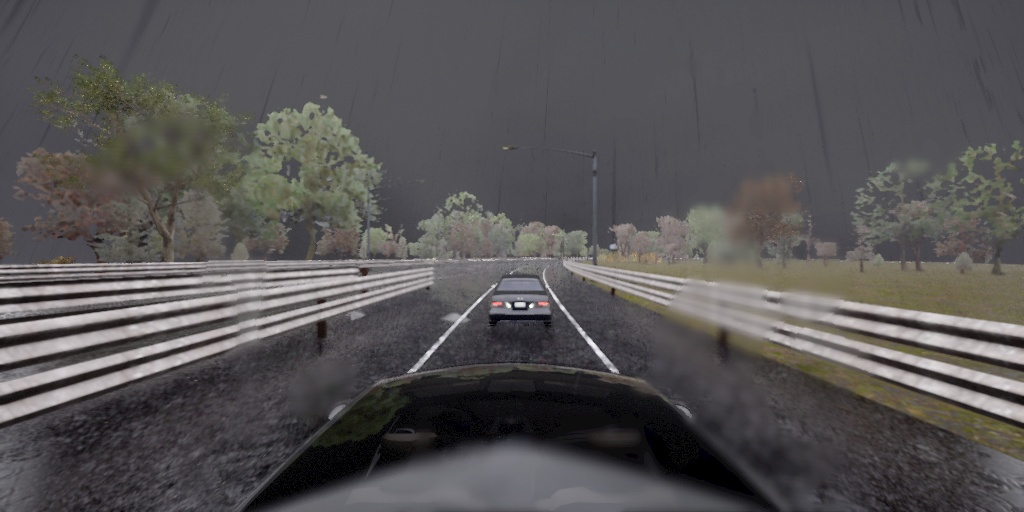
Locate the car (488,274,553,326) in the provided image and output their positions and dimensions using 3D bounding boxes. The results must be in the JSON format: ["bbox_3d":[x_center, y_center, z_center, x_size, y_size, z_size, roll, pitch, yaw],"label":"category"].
[{"bbox_3d":[0.268,1.299,11.710,2.033,1.411,5.357,0,0,1],"label":"car"}]
